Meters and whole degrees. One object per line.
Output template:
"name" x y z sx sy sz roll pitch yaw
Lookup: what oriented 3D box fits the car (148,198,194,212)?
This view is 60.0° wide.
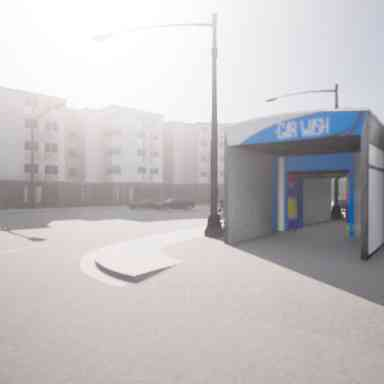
"car" -2.061 1.382 38.086 5.008 1.535 1.882 0 0 -36

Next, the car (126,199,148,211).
"car" -5.516 1.490 39.861 4.718 1.301 1.895 0 0 -39

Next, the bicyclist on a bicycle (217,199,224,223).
"bicyclist on a bicycle" 1.815 1.261 19.249 1.656 1.620 0.582 0 0 38

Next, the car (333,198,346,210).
"car" 19.561 1.472 40.638 4.892 1.490 1.837 0 0 -18
